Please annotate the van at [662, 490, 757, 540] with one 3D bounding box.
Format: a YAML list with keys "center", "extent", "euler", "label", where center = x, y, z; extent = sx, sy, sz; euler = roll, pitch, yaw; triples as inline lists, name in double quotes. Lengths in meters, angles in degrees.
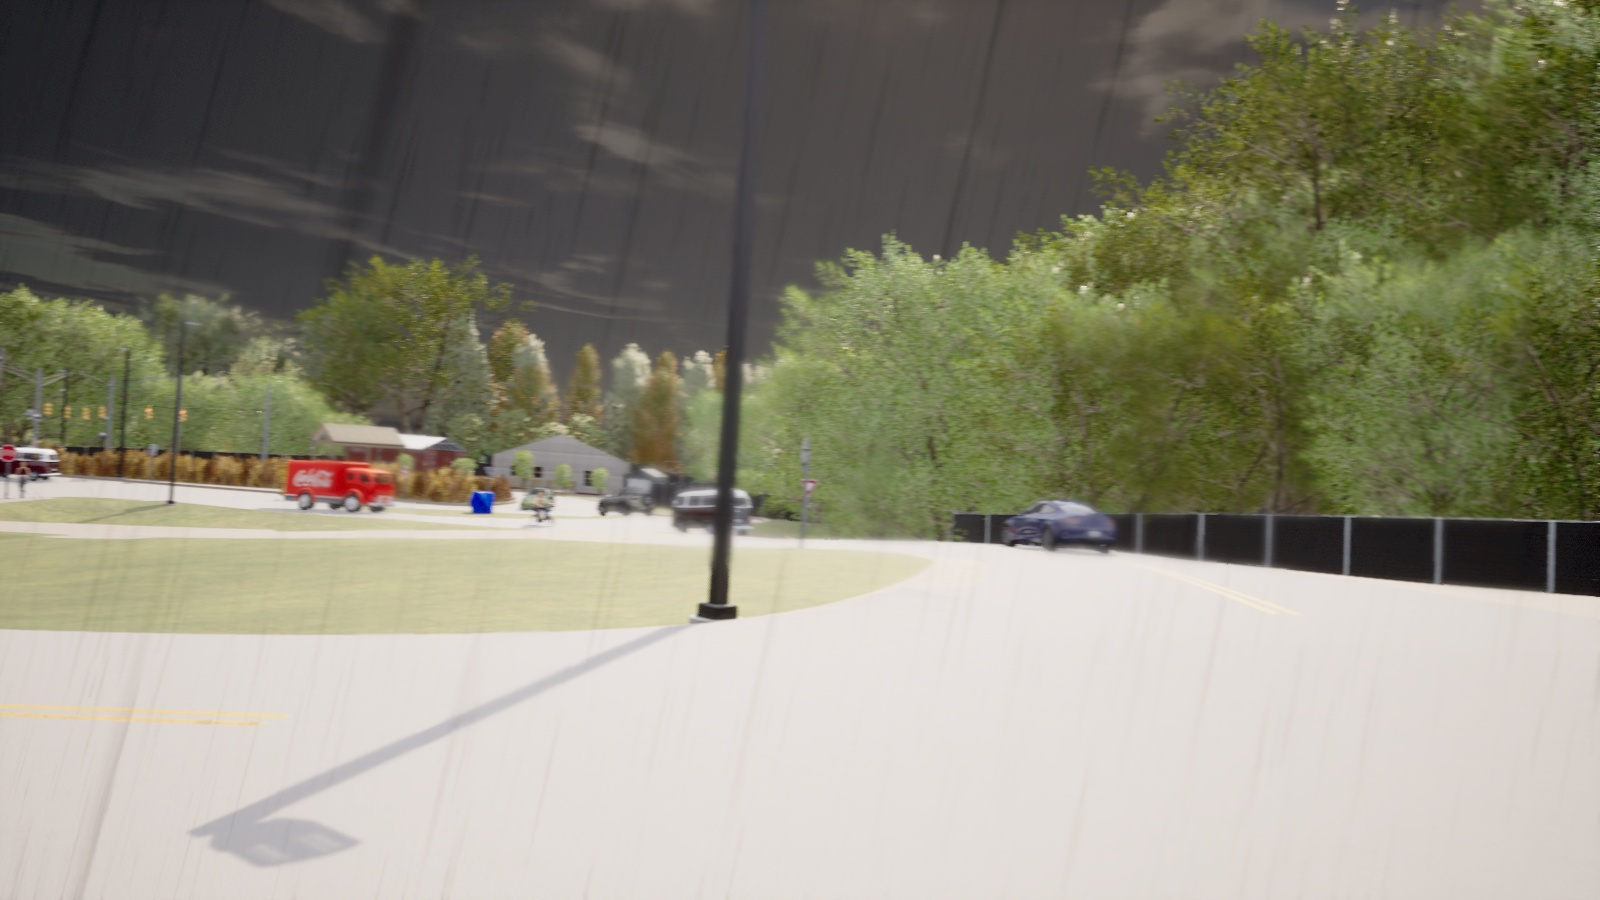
- center: [-3.933, 2.788, 54.148]
  extent: [2.069, 2.038, 4.480]
  euler: [3, -4, -34]
  label: "van"

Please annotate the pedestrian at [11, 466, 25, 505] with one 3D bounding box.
- center: [-38.396, 1.739, 61.661]
  extent: [0.594, 1.836, 0.345]
  euler: [3, 0, 41]
  label: "pedestrian"

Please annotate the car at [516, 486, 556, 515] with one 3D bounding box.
- center: [-18.053, 3.418, 85.952]
  extent: [2.007, 1.525, 4.514]
  euler: [3, 3, -4]
  label: "car"

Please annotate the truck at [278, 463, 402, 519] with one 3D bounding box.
- center: [-22.798, 2.020, 62.280]
  extent: [5.204, 2.467, 2.627]
  euler: [2, -2, 19]
  label: "truck"

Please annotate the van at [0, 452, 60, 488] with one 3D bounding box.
- center: [-50.214, 1.272, 80.291]
  extent: [4.480, 2.038, 2.069]
  euler: [3, 1, -7]
  label: "van"

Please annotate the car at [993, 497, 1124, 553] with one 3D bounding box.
- center: [7.318, 2.103, 36.086]
  extent: [1.812, 1.442, 4.674]
  euler: [3, -3, -14]
  label: "car"

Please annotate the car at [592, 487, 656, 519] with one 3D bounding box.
- center: [-10.970, 3.320, 77.919]
  extent: [1.932, 1.855, 4.605]
  euler: [3, -5, -36]
  label: "car"
